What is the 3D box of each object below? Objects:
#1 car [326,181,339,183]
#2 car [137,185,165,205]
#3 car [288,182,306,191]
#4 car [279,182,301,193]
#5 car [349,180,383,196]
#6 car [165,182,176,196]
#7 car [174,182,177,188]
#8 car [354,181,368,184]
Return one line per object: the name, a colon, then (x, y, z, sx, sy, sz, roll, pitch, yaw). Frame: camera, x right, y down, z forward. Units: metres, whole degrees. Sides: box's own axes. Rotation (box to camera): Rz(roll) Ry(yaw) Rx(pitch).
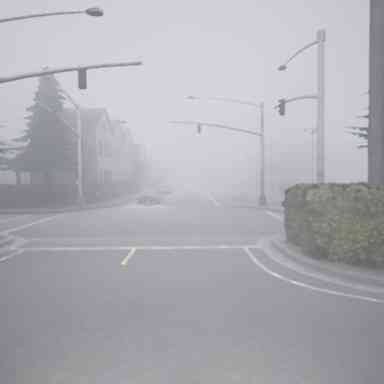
car: (25.129, -1.154, 59.984, 2.152, 1.636, 5.027, -1, 2, -1)
car: (-3.785, 0.367, 30.449, 1.812, 1.442, 4.674, 0, 2, 0)
car: (18.715, -1.007, 59.612, 1.970, 1.475, 3.806, -1, 2, -1)
car: (15.113, -0.648, 52.541, 2.007, 1.523, 4.514, -1, 2, -1)
car: (22.136, -0.541, 42.586, 1.932, 1.855, 4.605, -1, 2, -1)
car: (-3.864, -0.260, 47.987, 2.033, 1.411, 5.357, 0, 2, 0)
car: (-3.876, -1.198, 63.819, 1.882, 1.535, 5.008, -1, 2, 0)
car: (18.916, -0.242, 34.696, 1.905, 1.878, 3.866, -1, 2, -1)
